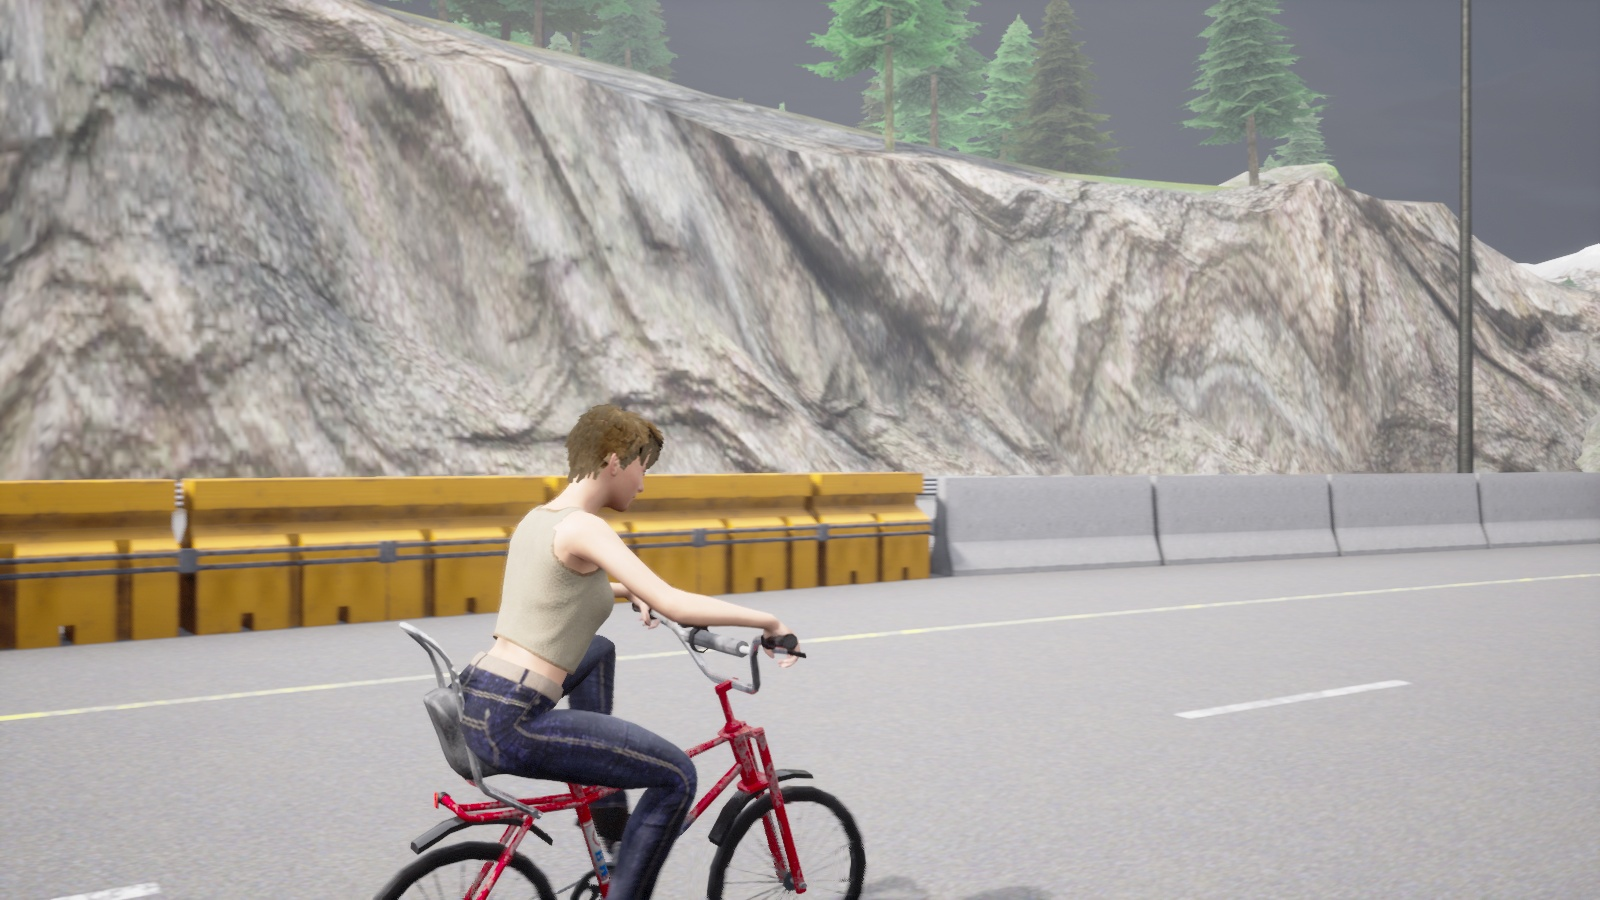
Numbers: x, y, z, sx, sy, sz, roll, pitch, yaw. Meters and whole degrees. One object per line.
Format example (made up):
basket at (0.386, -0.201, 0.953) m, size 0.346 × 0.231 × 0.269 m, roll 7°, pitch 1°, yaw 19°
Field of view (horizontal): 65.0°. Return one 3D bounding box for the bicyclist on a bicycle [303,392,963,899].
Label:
bicyclist on a bicycle at (-0.429, 0.689, 3.327) m, size 1.509 × 1.612 × 0.866 m, roll 0°, pitch 0°, yaw -33°
